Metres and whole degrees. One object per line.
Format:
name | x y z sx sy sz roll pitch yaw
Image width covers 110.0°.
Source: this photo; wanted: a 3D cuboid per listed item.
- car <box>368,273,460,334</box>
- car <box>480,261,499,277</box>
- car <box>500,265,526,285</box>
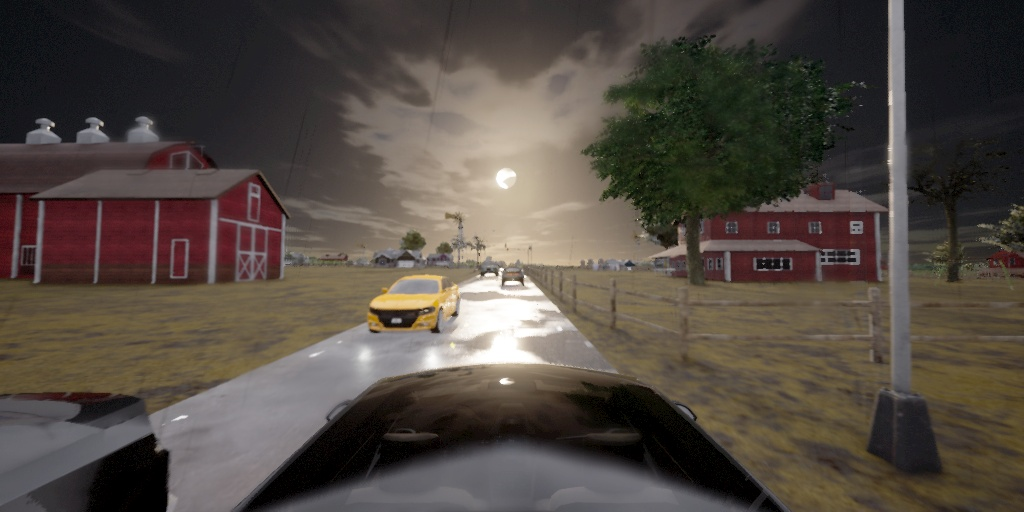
car | -2.833 1.342 11.301 1.882 1.535 5.008 0 -1 0
car | -2.863 1.600 46.433 2.150 2.045 5.566 0 -1 0
car | 0.070 1.619 30.163 1.837 1.490 4.892 0 -1 0
